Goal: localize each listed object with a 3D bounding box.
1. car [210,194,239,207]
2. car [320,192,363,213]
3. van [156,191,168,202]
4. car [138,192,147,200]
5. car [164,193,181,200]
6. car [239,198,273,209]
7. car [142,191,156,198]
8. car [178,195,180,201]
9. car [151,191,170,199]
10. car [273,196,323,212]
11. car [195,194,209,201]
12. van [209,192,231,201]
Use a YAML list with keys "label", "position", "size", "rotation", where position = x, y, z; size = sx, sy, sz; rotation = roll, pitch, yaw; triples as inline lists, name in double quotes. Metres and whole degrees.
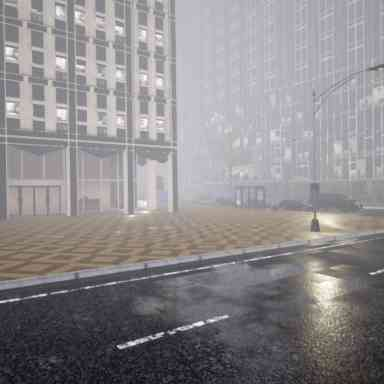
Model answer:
- label: "car"
  position: [4.915, 1.318, 45.074]
  size: [1.947, 1.339, 4.313]
  rotation: [-1, 1, -35]
- label: "car"
  position: [14.962, 1.058, 35.111]
  size: [2.150, 2.045, 5.566]
  rotation: [-1, 1, -35]
- label: "van"
  position: [-4.706, 0.936, 59.146]
  size: [1.690, 1.788, 3.998]
  rotation: [0, 1, -35]
- label: "car"
  position: [-11.150, 1.038, 68.513]
  size: [2.008, 1.369, 4.403]
  rotation: [0, 1, -35]
- label: "car"
  position: [-4.246, 0.934, 73.263]
  size: [1.802, 1.307, 4.206]
  rotation: [0, 1, -35]
- label: "car"
  position: [8.088, 1.387, 40.359]
  size: [1.802, 1.307, 4.206]
  rotation: [-1, 1, -35]
- label: "car"
  position: [-10.690, 0.684, 82.625]
  size: [1.967, 1.590, 4.097]
  rotation: [0, 1, -35]
- label: "car"
  position: [-4.183, 1.078, 63.121]
  size: [1.837, 1.490, 4.892]
  rotation: [-1, 1, -35]
- label: "car"
  position: [-7.468, 0.613, 77.941]
  size: [2.192, 1.841, 5.009]
  rotation: [0, 1, -35]
- label: "car"
  position: [11.296, 1.422, 35.665]
  size: [1.947, 1.339, 4.313]
  rotation: [-1, 1, -35]
- label: "car"
  position: [2.198, 1.042, 63.898]
  size: [1.802, 1.307, 4.206]
  rotation: [-1, 1, -35]
- label: "van"
  position: [5.419, 0.854, 59.213]
  size: [1.690, 1.788, 3.998]
  rotation: [-1, 1, -35]
